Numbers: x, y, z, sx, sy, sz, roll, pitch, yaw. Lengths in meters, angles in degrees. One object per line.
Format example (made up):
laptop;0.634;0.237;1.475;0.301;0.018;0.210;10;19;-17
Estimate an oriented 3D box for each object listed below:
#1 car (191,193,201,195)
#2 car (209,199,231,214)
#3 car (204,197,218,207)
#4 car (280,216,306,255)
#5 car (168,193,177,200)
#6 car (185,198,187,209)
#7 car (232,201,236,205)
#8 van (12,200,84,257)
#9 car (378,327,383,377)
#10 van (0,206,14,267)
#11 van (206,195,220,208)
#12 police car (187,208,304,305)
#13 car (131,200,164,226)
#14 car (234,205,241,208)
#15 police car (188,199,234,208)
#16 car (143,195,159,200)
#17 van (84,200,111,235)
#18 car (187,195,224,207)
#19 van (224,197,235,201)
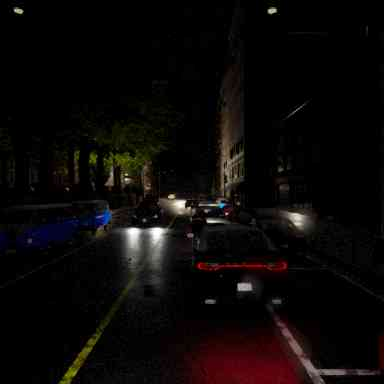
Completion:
car;0.021;1.431;58.733;2.128;1.511;4.902;0;0;0
car;2.869;1.522;35.187;1.887;1.381;4.507;0;0;0
car;2.875;1.518;52.169;1.947;1.339;4.313;0;0;0
car;2.861;1.541;12.545;1.887;1.381;4.507;0;0;0
car;-5.638;1.402;89.990;1.752;1.417;4.829;0;0;0
car;0.032;1.527;45.330;1.994;1.385;4.181;0;0;0
car;2.865;1.570;23.866;1.802;1.307;4.206;0;0;0
van;-5.665;1.338;12.523;1.690;1.788;3.998;0;0;0
car;2.856;1.315;1.224;2.192;1.841;5.009;0;0;0
van;-5.667;1.340;6.865;1.690;1.788;3.998;0;0;0
van;2.873;1.302;46.508;1.690;1.788;3.998;0;0;0
police car;0.904;1.424;8.289;1.930;1.638;5.238;0;0;0
car;-2.990;1.515;23.228;1.812;1.442;4.674;0;0;0
car;2.863;1.575;18.206;1.802;1.307;4.206;0;0;0
police car;0.908;1.418;18.288;1.930;1.638;5.238;0;0;0
car;-5.652;1.276;46.471;2.192;1.841;5.009;0;0;0
van;-5.663;1.334;18.181;1.690;1.788;3.998;0;0;0
car;0.909;1.339;24.148;2.097;1.767;4.553;0;0;0
van;2.866;1.324;29.526;1.690;1.788;3.998;0;0;0
